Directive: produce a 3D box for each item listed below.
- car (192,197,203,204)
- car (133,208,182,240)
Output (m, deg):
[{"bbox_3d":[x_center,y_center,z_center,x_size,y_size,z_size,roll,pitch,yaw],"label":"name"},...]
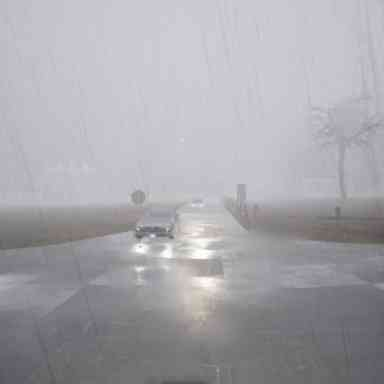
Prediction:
[{"bbox_3d":[1.107,1.648,63.098,1.895,1.301,4.718,0,0,3],"label":"car"},{"bbox_3d":[-1.602,1.557,17.407,2.033,1.411,5.357,0,0,3],"label":"car"}]
